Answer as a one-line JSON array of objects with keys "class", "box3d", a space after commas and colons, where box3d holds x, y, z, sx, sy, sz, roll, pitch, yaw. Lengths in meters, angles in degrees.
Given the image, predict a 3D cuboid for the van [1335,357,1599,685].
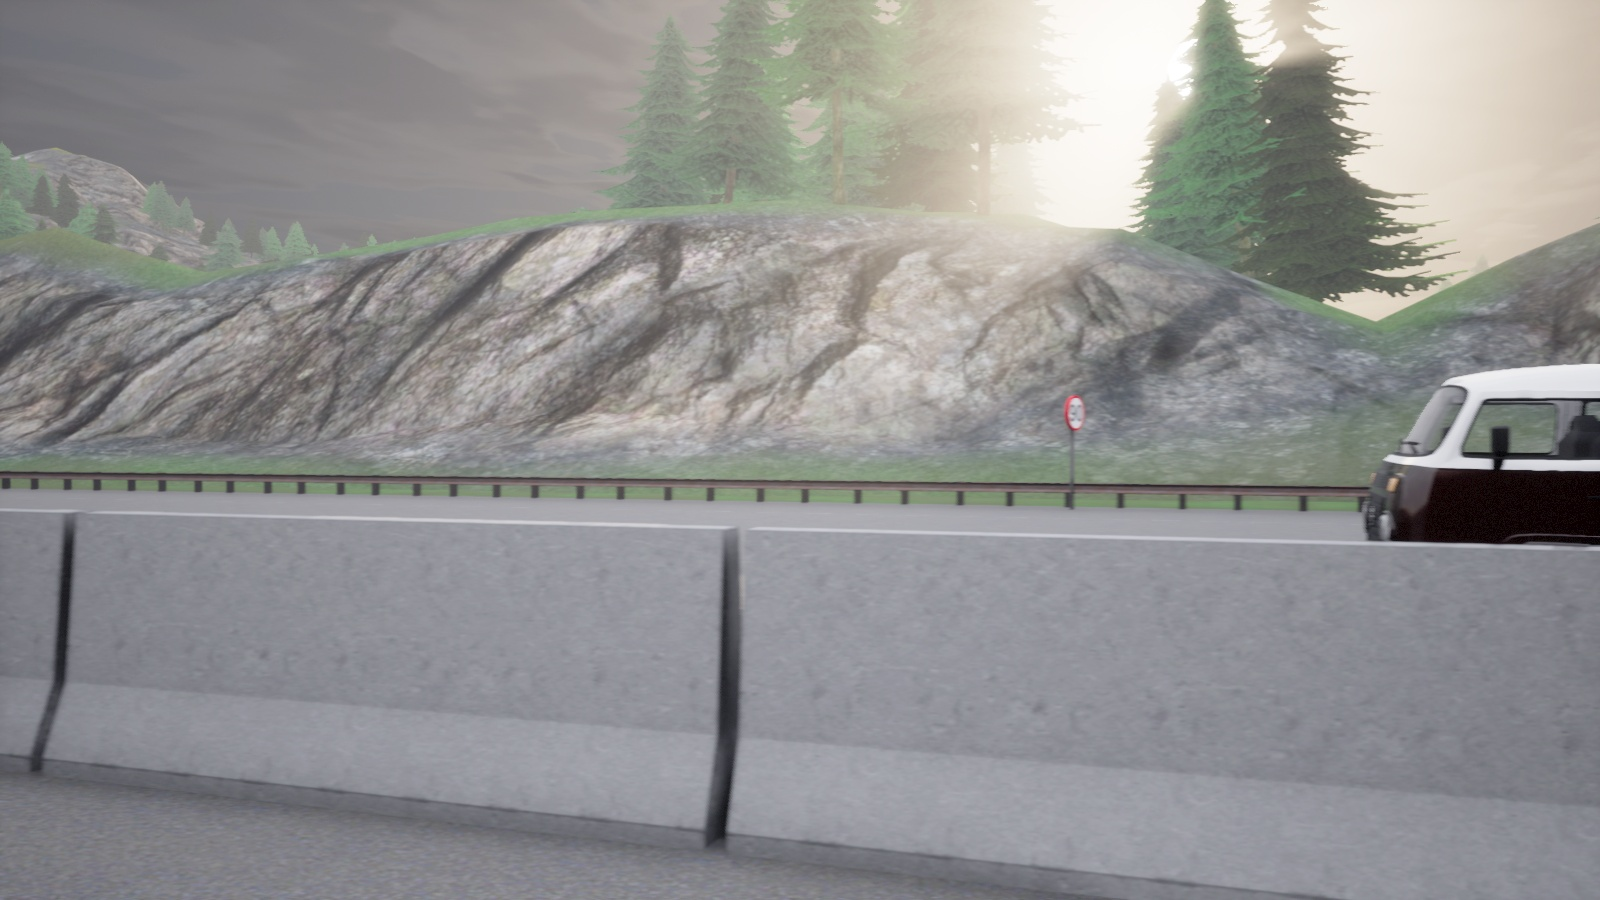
[{"class": "van", "box3d": [6.152, 0.442, 8.504, 4.480, 2.038, 2.069, 1, 1, 19]}]
